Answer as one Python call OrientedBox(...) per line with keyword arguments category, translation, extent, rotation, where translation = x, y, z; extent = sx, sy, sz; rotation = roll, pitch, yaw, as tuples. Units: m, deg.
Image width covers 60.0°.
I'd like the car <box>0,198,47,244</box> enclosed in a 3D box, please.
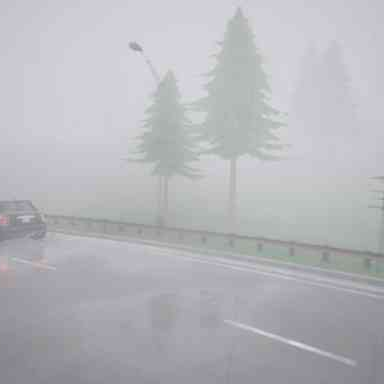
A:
OrientedBox(category="car", translation=(-7.952, 0.985, 13.080), extent=(4.553, 1.767, 2.097), rotation=(2, 1, 26))
